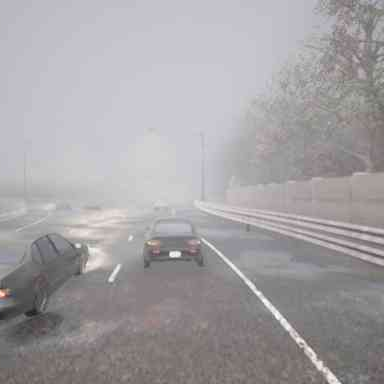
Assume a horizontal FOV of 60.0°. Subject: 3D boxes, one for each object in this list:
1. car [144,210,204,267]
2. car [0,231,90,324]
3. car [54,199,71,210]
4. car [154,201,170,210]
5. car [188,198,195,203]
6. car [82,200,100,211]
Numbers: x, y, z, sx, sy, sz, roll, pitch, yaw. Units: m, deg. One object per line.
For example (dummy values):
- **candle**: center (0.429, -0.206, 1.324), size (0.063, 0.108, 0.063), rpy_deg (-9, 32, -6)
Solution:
- **car**: center (-0.689, 1.582, 11.562), size (1.812, 1.442, 4.674), rpy_deg (0, 0, -5)
- **car**: center (-3.792, 1.598, 7.476), size (2.033, 1.411, 5.357), rpy_deg (0, 0, -4)
- **car**: center (-18.236, 1.784, 46.966), size (2.128, 1.511, 4.902), rpy_deg (0, 0, -26)
- **car**: center (-4.009, 1.823, 44.668), size (1.895, 1.301, 4.718), rpy_deg (0, 0, -1)
- **car**: center (-0.105, 2.611, 95.211), size (1.837, 1.490, 4.892), rpy_deg (0, -3, 7)
- **car**: center (-14.050, 1.836, 46.320), size (1.994, 1.385, 4.181), rpy_deg (0, 0, -24)
